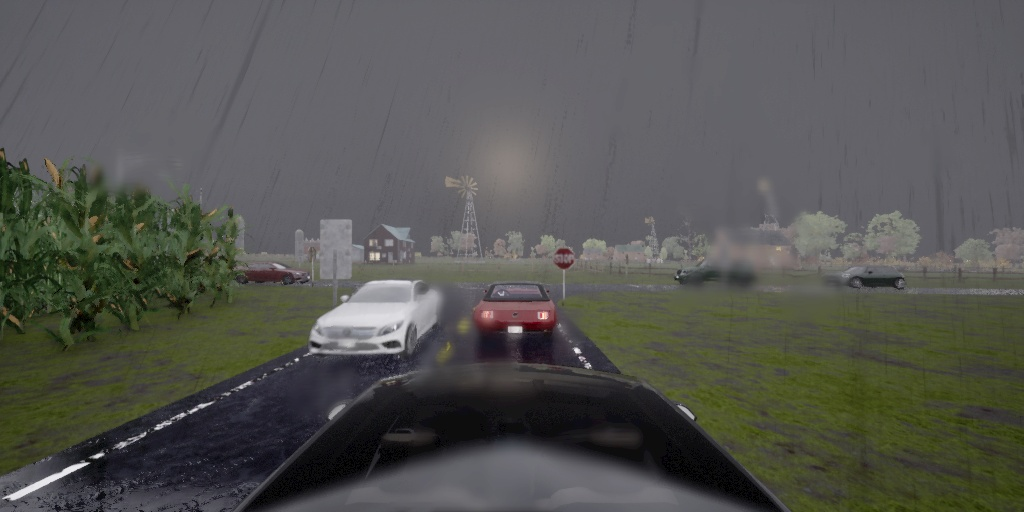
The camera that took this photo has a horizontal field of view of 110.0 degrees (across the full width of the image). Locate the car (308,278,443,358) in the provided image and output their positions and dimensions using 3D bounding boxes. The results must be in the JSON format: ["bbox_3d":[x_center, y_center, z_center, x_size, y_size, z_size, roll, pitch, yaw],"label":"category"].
[{"bbox_3d":[-2.868,1.278,8.601,1.812,1.442,4.674,0,0,0],"label":"car"}]

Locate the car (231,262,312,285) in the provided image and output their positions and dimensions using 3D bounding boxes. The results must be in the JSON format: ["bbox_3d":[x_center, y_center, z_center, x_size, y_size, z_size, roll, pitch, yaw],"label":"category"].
[{"bbox_3d":[-15.330,1.083,22.959,4.674,1.442,1.812,1,-1,0],"label":"car"}]

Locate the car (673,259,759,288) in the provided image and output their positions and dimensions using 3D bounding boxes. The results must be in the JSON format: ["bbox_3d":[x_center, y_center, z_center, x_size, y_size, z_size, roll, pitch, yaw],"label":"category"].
[{"bbox_3d":[14.780,1.204,26.036,5.566,2.045,2.150,1,-1,0],"label":"car"}]

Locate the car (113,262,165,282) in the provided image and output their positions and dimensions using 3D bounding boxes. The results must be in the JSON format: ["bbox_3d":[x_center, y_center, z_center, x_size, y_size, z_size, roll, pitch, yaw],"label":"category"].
[{"bbox_3d":[-25.516,0.652,22.920,5.566,2.045,2.150,1,-1,0],"label":"car"}]

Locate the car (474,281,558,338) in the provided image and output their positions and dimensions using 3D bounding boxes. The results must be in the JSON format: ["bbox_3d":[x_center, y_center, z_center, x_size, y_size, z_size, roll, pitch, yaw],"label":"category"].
[{"bbox_3d":[0.139,1.354,10.202,1.895,1.301,4.718,0,0,1],"label":"car"}]

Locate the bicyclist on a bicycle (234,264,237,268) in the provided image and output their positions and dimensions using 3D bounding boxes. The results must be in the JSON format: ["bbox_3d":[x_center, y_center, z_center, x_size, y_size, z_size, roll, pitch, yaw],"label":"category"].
[{"bbox_3d":[-22.675,0.996,28.897,0.582,1.620,1.656,1,0,0],"label":"bicyclist on a bicycle"}]

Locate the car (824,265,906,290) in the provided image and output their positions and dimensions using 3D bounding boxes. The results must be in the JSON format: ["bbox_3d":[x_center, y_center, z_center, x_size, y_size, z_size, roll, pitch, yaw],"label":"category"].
[{"bbox_3d":[25.513,1.467,26.079,4.553,1.767,2.097,1,-1,0],"label":"car"}]
